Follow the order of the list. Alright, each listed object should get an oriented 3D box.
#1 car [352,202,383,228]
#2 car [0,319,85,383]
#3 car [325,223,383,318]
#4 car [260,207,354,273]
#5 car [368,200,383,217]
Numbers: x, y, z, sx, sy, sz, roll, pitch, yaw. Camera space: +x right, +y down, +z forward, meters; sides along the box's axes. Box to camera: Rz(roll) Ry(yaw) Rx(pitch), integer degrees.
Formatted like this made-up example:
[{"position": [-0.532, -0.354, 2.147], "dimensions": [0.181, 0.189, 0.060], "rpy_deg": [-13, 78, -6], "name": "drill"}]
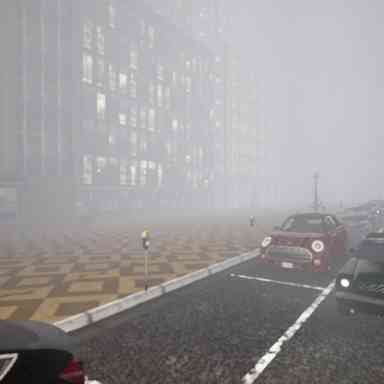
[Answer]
[{"position": [9.828, 1.538, 19.737], "dimensions": [2.008, 1.369, 4.403], "rpy_deg": [0, 0, 34], "name": "car"}, {"position": [-2.495, 1.570, 1.403], "dimensions": [1.947, 1.339, 4.313], "rpy_deg": [0, 0, 34], "name": "car"}, {"position": [4.336, 1.594, 6.912], "dimensions": [1.895, 1.301, 4.718], "rpy_deg": [0, 0, 34], "name": "car"}, {"position": [3.667, 1.434, 10.571], "dimensions": [1.967, 1.590, 4.097], "rpy_deg": [0, 0, 34], "name": "car"}, {"position": [12.909, 1.536, 24.321], "dimensions": [2.008, 1.369, 4.403], "rpy_deg": [0, 0, 34], "name": "car"}]
